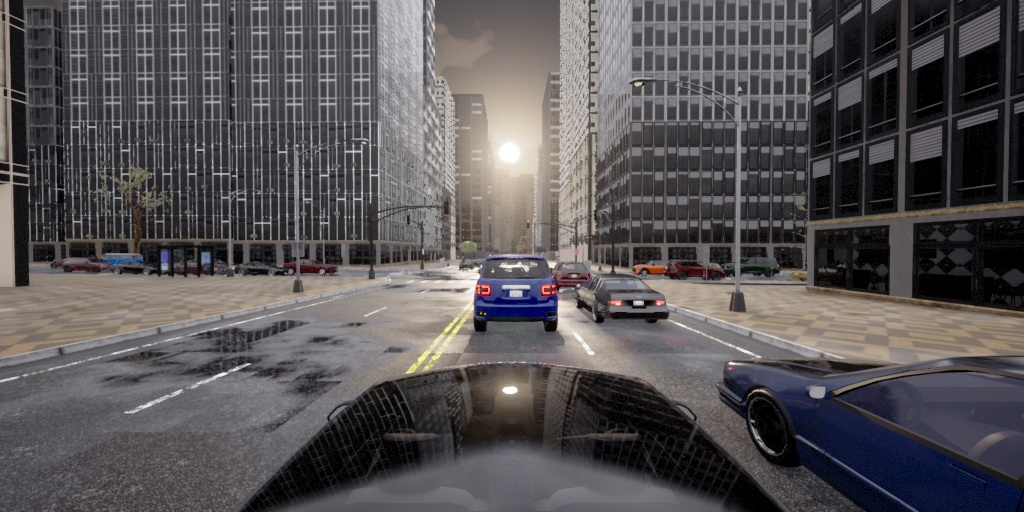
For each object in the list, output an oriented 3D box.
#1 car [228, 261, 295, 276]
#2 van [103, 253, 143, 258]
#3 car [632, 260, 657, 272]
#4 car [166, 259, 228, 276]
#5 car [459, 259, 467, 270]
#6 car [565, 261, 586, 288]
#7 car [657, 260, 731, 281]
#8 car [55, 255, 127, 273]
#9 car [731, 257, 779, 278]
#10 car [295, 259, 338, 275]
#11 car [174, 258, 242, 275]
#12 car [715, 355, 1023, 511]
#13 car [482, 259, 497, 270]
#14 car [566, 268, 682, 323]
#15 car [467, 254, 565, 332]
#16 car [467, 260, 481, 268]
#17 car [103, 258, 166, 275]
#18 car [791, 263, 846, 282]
[{"bbox_3d":[-22.732,1.172,32.604,4.313,1.339,1.948,0,0,1],"label":"car"},{"bbox_3d":[-45.288,0.603,41.571,3.998,1.789,1.690,0,0,1],"label":"van"},{"bbox_3d":[15.036,1.200,37.849,4.553,1.767,2.097,0,1,0],"label":"car"},{"bbox_3d":[-28.416,1.136,32.737,4.207,1.307,1.802,0,0,1],"label":"car"},{"bbox_3d":[-6.602,1.217,52.481,1.837,1.490,4.892,0,0,-1],"label":"car"},{"bbox_3d":[3.349,1.091,21.424,2.097,1.767,4.553,0,0,0],"label":"car"},{"bbox_3d":[16.193,1.267,32.076,5.009,1.841,2.192,0,0,1],"label":"car"},{"bbox_3d":[-41.859,0.913,35.714,4.674,1.442,1.812,0,1,1],"label":"car"},{"bbox_3d":[24.888,1.156,37.700,5.566,2.045,2.150,1,1,1],"label":"car"},{"bbox_3d":[-19.767,1.066,35.252,5.008,1.535,1.882,1,1,0],"label":"car"},{"bbox_3d":[-29.977,0.988,35.460,4.902,1.511,2.128,1,1,1],"label":"car"},{"bbox_3d":[3.350,1.297,1.837,2.033,1.411,5.357,0,0,1],"label":"car"},{"bbox_3d":[-3.336,1.189,53.372,1.882,1.535,5.008,0,0,0],"label":"car"},{"bbox_3d":[3.350,1.292,12.017,2.033,1.411,5.357,0,0,0],"label":"car"},{"bbox_3d":[0.097,0.967,11.013,2.150,2.045,5.566,0,0,0],"label":"car"},{"bbox_3d":[-6.571,1.301,62.784,1.895,1.301,4.718,0,0,0],"label":"car"},{"bbox_3d":[-34.097,1.067,32.911,4.313,1.339,1.948,0,0,1],"label":"car"},{"bbox_3d":[27.641,1.577,31.879,4.829,1.417,1.751,0,0,1],"label":"car"}]
